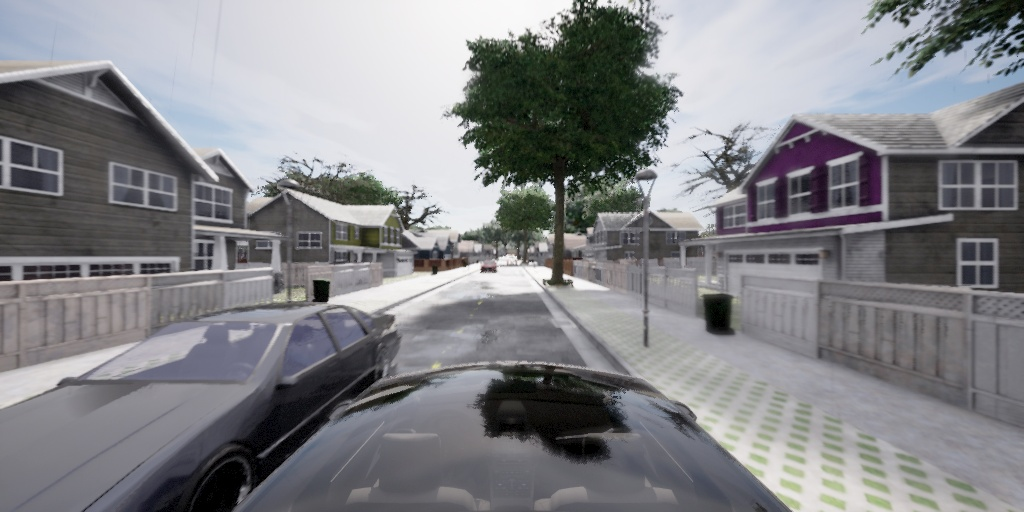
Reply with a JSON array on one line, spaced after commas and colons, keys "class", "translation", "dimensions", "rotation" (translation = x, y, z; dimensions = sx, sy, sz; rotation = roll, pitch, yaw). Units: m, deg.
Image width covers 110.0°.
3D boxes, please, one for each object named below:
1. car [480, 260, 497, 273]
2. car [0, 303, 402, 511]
[{"class": "car", "translation": [-2.827, 1.249, 44.315], "dimensions": [1.882, 1.535, 5.008], "rotation": [0, 0, 0]}, {"class": "car", "translation": [-2.843, 1.299, 4.078], "dimensions": [2.033, 1.411, 5.357], "rotation": [0, 0, 0]}]
